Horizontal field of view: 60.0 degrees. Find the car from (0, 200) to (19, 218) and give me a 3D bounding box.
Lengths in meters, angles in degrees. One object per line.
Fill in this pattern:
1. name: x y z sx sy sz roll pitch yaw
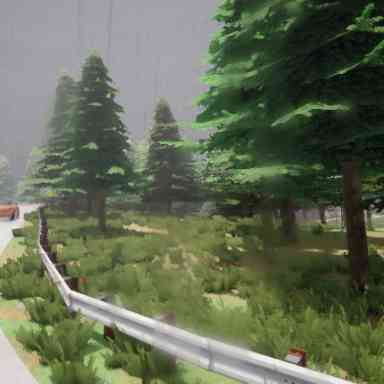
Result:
1. car: -16.322 1.463 28.776 2.097 1.767 4.553 -2 1 -22
